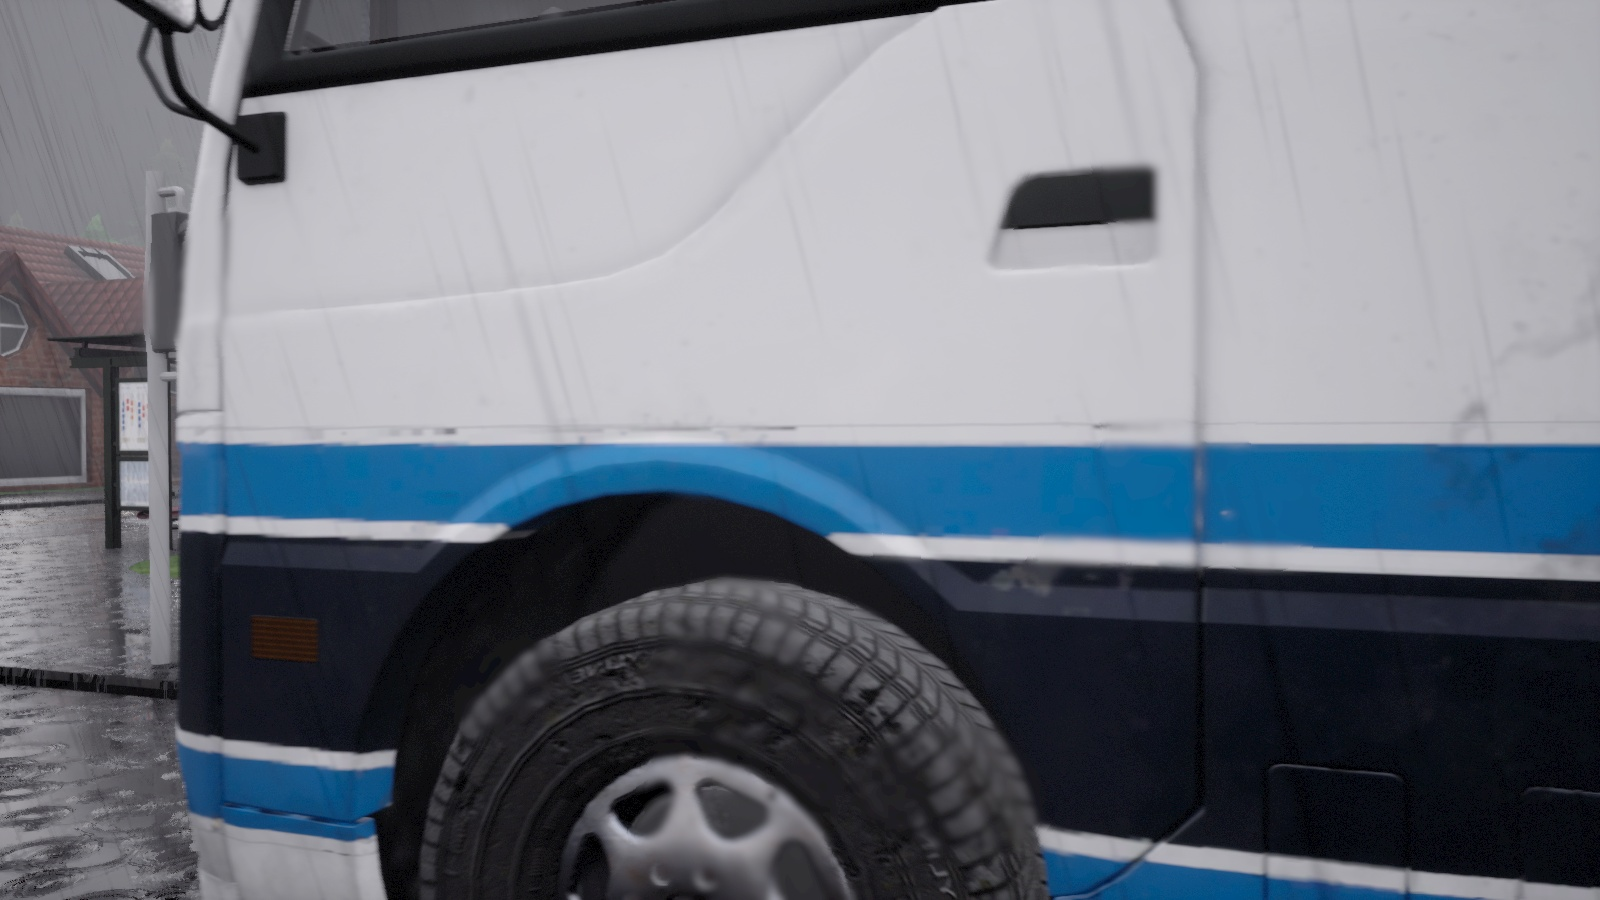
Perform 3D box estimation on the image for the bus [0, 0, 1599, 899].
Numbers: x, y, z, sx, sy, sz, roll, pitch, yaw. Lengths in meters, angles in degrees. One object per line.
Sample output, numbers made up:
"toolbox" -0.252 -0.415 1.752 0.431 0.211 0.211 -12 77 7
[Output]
"bus" 3.068 -0.581 2.684 10.273 4.253 3.944 1 1 21
